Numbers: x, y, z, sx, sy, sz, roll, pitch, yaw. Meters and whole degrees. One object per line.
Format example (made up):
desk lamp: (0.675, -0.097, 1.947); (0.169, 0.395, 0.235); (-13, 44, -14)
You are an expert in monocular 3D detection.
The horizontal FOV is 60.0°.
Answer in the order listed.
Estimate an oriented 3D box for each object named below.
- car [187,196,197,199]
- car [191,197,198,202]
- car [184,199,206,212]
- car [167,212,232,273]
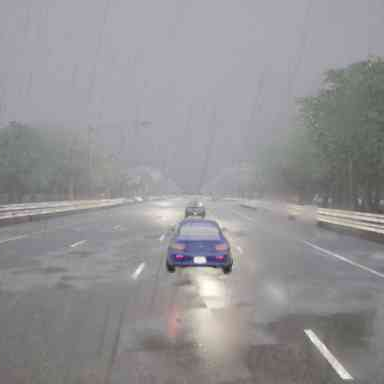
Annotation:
car: (0.449, 1.951, 58.726); (2.033, 1.411, 5.357); (1, 0, 0)
car: (0.628, 2.246, 95.256); (1.895, 1.301, 4.718); (1, 0, 0)
car: (0.318, 1.711, 31.571); (2.128, 1.511, 4.902); (1, 0, 0)
car: (0.215, 1.604, 10.895); (1.812, 1.442, 4.674); (1, 0, 0)
